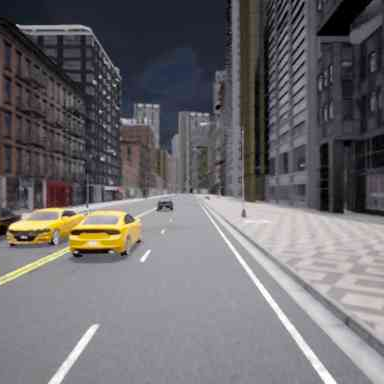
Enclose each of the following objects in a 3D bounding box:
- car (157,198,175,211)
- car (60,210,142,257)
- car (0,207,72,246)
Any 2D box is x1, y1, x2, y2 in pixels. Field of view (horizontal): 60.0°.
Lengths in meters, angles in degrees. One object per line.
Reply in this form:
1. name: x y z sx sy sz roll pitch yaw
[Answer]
1. car: -3.217 1.498 40.981 1.837 1.490 4.892 0 0 0
2. car: -3.169 1.492 13.087 1.882 1.535 5.008 0 0 0
3. car: -6.617 1.509 15.594 1.882 1.535 5.008 0 0 0
